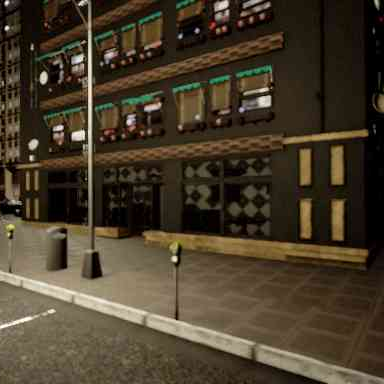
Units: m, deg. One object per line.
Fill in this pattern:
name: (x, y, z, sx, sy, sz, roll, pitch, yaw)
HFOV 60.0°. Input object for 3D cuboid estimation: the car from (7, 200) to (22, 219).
car: (-11.419, 1.344, 25.744, 1.947, 1.339, 4.313, 1, 1, 35)

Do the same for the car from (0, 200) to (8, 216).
car: (-16.142, 1.383, 29.111, 1.994, 1.385, 4.181, -1, 1, 35)
